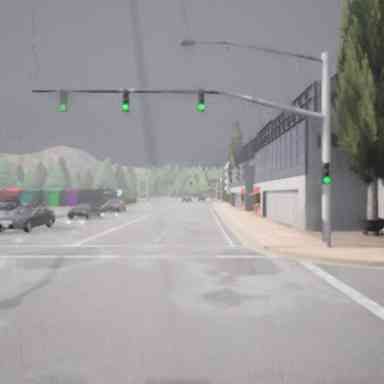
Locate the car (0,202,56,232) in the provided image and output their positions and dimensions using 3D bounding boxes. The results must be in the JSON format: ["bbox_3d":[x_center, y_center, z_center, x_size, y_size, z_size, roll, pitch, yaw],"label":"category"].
[{"bbox_3d":[-10.415,1.650,21.180,2.128,1.511,4.902,0,0,1],"label":"car"}]

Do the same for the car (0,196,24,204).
[{"bbox_3d":[-24.412,1.480,43.511,3.866,1.878,1.905,0,0,1],"label":"car"}]

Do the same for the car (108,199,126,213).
[{"bbox_3d":[-9.725,1.663,41.698,2.097,1.767,4.553,0,0,2],"label":"car"}]

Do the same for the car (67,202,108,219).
[{"bbox_3d":[-10.087,1.785,31.806,2.033,1.411,5.357,0,0,2],"label":"car"}]
